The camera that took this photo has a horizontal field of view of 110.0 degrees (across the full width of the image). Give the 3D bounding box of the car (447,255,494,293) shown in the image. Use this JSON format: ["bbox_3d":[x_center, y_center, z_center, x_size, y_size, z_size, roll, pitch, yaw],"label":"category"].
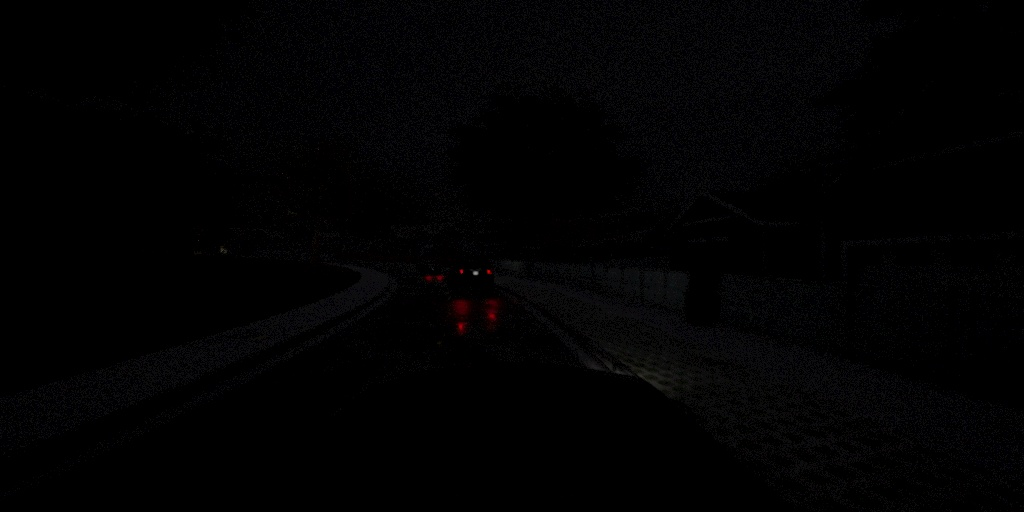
[{"bbox_3d":[-2.484,0.955,20.818,2.150,2.045,5.566,0,0,-14],"label":"car"}]

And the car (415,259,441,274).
[{"bbox_3d":[-8.990,1.063,38.169,2.128,1.511,4.902,0,1,-26],"label":"car"}]
